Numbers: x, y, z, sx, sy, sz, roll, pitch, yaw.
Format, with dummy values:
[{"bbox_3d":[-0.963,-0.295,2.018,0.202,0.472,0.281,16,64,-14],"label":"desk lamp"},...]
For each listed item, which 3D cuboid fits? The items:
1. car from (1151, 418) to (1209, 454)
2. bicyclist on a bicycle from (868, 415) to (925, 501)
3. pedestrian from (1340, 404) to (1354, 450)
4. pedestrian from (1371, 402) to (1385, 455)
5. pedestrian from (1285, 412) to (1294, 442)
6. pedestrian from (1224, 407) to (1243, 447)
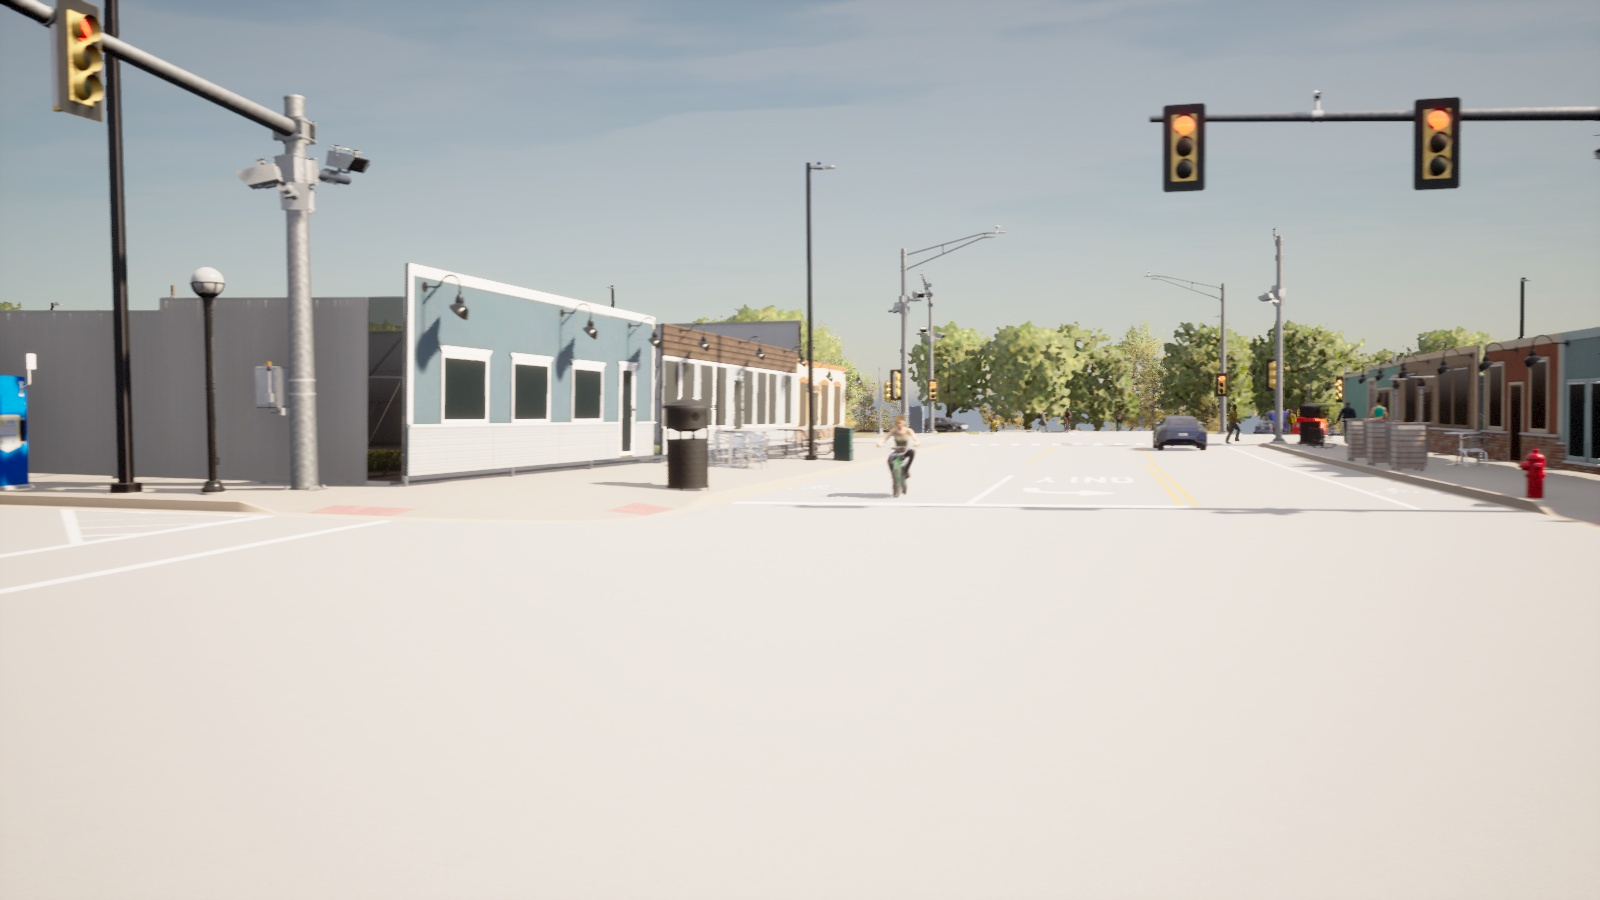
[{"bbox_3d":[15.560,-0.593,51.625,1.994,1.385,4.181,0,2,13],"label":"car"},{"bbox_3d":[1.896,0.131,24.435,0.866,1.612,1.509,0,2,14],"label":"bicyclist on a bicycle"},{"bbox_3d":[22.174,-0.953,50.868,0.402,1.842,0.726,0,2,16],"label":"pedestrian"},{"bbox_3d":[20.404,-0.763,44.335,0.345,1.836,0.594,0,2,15],"label":"pedestrian"},{"bbox_3d":[30.375,-1.435,77.898,0.370,1.835,0.726,1,3,30],"label":"pedestrian"},{"bbox_3d":[19.672,-1.051,56.964,0.709,1.840,0.431,1,3,32],"label":"pedestrian"}]
